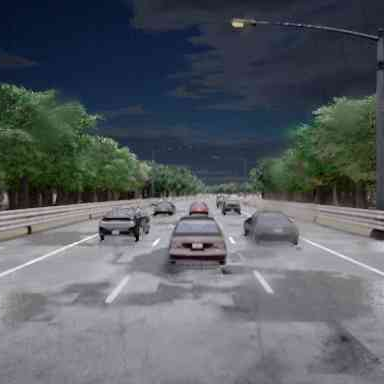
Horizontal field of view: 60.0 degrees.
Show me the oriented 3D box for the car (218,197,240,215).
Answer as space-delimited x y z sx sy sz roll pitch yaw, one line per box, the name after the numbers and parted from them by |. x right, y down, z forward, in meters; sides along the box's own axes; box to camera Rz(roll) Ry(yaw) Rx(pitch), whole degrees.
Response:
4.198 1.637 36.281 1.837 1.490 4.892 0 0 2 | car

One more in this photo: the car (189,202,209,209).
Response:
0.744 1.684 34.711 1.994 1.385 4.181 0 0 2 | car

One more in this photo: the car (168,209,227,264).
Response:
0.188 1.573 11.905 2.033 1.411 5.357 0 0 1 | car

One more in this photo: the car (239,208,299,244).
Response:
3.675 1.605 16.032 1.994 1.385 4.181 0 0 1 | car

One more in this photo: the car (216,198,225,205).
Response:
6.162 1.933 71.909 1.812 1.442 4.674 0 0 4 | car

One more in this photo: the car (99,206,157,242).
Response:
-3.235 1.528 16.690 2.128 1.511 4.902 0 0 1 | car

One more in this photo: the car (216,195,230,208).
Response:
5.023 1.613 54.105 2.097 1.767 4.553 0 0 3 | car

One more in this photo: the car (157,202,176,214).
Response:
-2.761 1.681 34.625 1.994 1.385 4.181 0 0 2 | car

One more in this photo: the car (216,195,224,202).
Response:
8.102 1.803 94.735 2.150 2.045 5.566 0 0 6 | car
